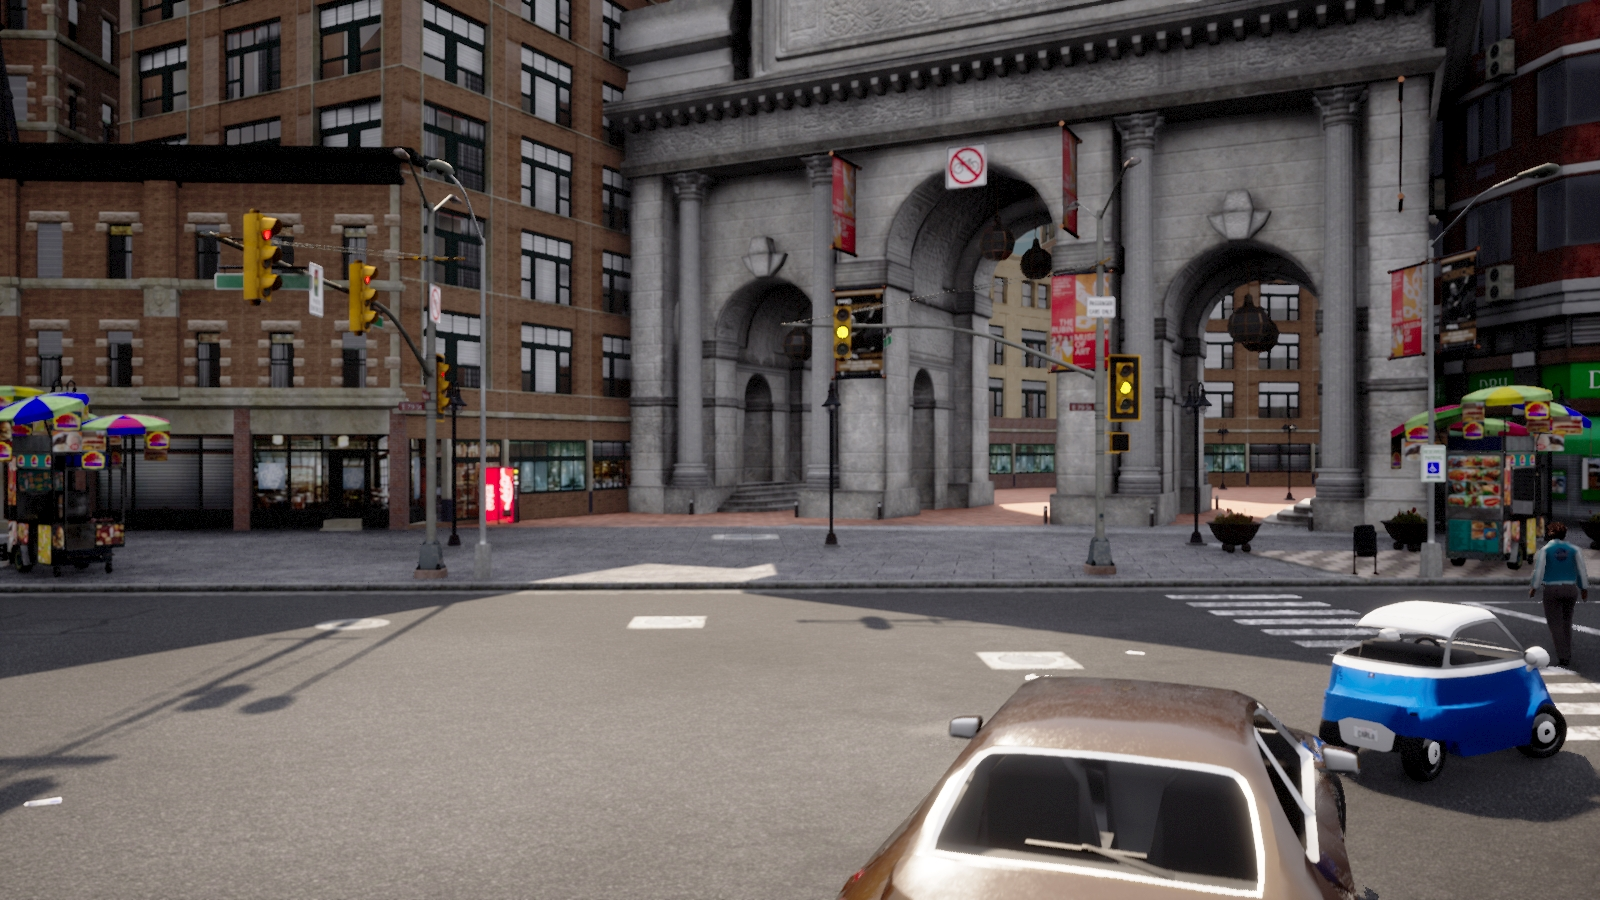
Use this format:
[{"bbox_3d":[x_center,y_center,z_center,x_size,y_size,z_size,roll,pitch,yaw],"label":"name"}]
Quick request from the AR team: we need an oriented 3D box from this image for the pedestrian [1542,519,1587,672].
[{"bbox_3d":[9.628,1.819,14.401,0.375,1.860,0.375,0,0,18],"label":"pedestrian"}]

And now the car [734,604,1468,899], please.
[{"bbox_3d":[1.690,1.979,5.785,2.152,1.651,5.027,0,0,21],"label":"car"}]

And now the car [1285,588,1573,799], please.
[{"bbox_3d":[5.721,2.098,10.386,2.207,1.376,1.481,0,0,-35],"label":"car"}]
